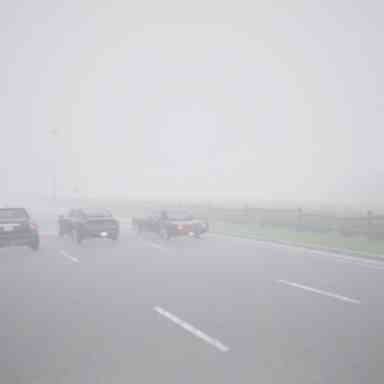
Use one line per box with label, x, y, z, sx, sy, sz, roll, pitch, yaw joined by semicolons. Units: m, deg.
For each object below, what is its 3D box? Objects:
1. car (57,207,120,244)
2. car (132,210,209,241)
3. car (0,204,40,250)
car;-5.012;1.462;15.782;1.837;1.490;4.892;0;1;-35
car;-1.269;1.553;16.522;1.895;1.301;4.718;0;0;-35
car;-7.654;1.314;13.447;2.097;1.767;4.553;0;0;-35
